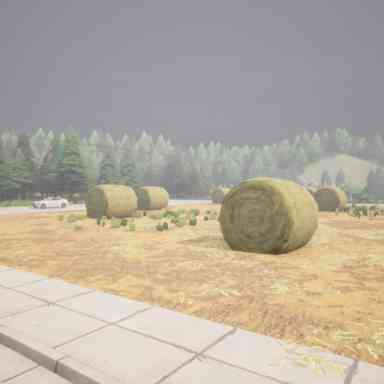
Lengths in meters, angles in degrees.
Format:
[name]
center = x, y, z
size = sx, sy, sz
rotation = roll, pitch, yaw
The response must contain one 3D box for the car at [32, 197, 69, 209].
[car]
center = -18.423, 1.402, 43.468
size = 1.812, 1.442, 4.674
rotation = 0, 0, 36
